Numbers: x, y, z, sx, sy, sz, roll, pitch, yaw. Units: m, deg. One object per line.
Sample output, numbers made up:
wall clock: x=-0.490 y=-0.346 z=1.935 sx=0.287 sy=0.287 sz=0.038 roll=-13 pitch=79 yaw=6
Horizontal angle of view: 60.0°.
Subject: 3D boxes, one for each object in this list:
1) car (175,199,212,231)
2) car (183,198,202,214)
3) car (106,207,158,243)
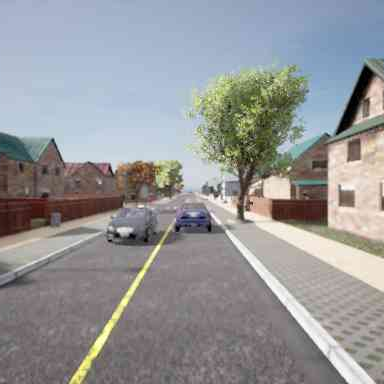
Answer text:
car: x=0.088 y=1.341 z=20.686 sx=2.097 sy=1.767 sz=4.553 roll=0 pitch=0 yaw=0
car: x=0.086 y=1.457 z=35.429 sx=1.882 sy=1.535 sz=5.008 roll=0 pitch=0 yaw=0
car: x=-2.756 y=1.485 z=16.105 sx=2.128 sy=1.511 sz=4.902 roll=0 pitch=0 yaw=0
